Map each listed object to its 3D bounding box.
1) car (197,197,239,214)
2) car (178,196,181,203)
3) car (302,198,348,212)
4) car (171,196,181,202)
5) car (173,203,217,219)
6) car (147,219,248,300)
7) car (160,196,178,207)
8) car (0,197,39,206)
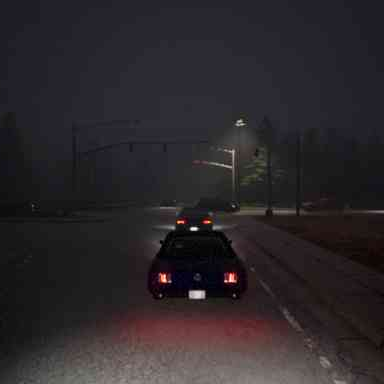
[{"bbox_3d":[2.668,1.363,35.117,4.553,1.767,2.097,0,-1,24],"label":"car"},{"bbox_3d":[-3.562,1.525,62.722,1.812,1.442,4.674,0,0,1],"label":"car"},{"bbox_3d":[15.150,1.497,38.127,5.008,1.535,1.882,0,0,1],"label":"car"},{"bbox_3d":[-3.431,1.551,73.741,1.994,1.385,4.181,0,0,1],"label":"car"},{"bbox_3d":[0.099,1.523,17.396,1.812,1.442,4.674,0,0,0],"label":"car"},{"bbox_3d":[0.099,1.601,8.341,1.895,1.301,4.718,0,0,0],"label":"car"},{"bbox_3d":[-3.597,1.563,50.293,1.994,1.385,4.181,0,0,0],"label":"car"},{"bbox_3d":[-18.343,1.385,35.028,4.553,1.767,2.097,0,0,1],"label":"car"}]
